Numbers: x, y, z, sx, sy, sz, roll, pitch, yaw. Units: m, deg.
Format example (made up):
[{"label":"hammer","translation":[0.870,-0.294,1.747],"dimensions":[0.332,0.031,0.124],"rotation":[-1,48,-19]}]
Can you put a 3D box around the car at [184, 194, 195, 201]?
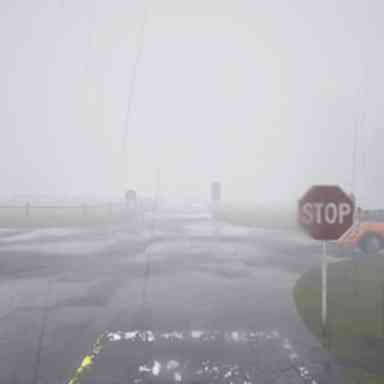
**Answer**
[{"label":"car","translation":[-0.576,1.218,71.805],"dimensions":[1.837,1.490,4.892],"rotation":[0,0,-6]}]

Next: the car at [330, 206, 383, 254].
[{"label":"car","translation":[7.981,1.437,13.643],"dimensions":[4.553,1.767,2.097],"rotation":[1,0,-14]}]

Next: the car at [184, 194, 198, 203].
[{"label":"car","translation":[0.075,1.334,61.278],"dimensions":[2.033,1.411,5.357],"rotation":[0,0,-2]}]
